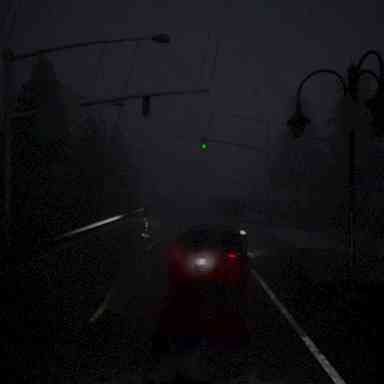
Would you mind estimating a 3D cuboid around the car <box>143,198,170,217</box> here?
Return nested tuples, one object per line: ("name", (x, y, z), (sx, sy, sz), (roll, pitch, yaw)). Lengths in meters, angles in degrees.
("car", (-3.609, 1.547, 32.660), (2.128, 1.511, 4.902), (0, 0, 0))

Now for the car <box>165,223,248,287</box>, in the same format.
("car", (0.585, 1.581, 9.545), (1.994, 1.385, 4.181), (0, 0, 9))

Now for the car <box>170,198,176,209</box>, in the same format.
("car", (-3.607, 1.621, 43.038), (2.033, 1.411, 5.357), (0, 0, 0))
